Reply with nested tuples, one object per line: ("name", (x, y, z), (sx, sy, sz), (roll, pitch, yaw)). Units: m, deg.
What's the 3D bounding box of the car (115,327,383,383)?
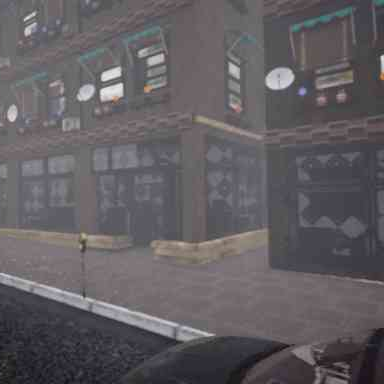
("car", (1.321, 1.548, 1.815), (4.403, 1.369, 2.008), (0, -1, 35))
